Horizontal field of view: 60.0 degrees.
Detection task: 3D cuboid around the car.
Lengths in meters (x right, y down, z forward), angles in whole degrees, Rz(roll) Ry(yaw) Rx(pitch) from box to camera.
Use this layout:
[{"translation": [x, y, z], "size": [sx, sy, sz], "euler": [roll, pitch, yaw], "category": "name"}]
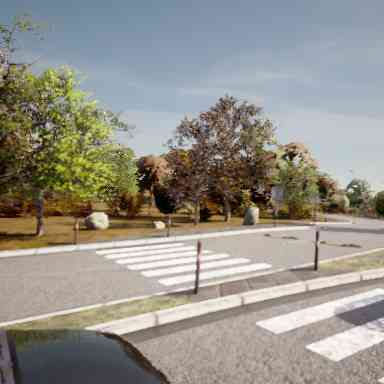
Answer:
[{"translation": [-2.031, 1.561, 1.956], "size": [4.181, 1.385, 1.994], "euler": [0, 0, -32], "category": "car"}]
